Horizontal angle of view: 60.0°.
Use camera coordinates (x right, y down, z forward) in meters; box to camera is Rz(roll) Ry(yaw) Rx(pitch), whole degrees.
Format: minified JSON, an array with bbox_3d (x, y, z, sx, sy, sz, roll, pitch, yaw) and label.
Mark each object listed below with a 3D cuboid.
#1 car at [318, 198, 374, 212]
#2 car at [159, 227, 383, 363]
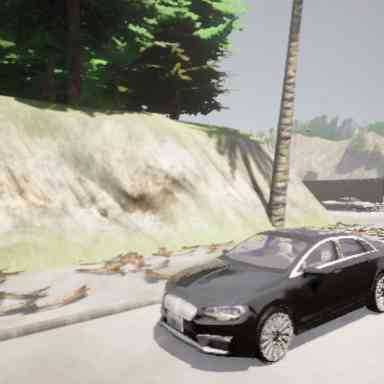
[{"bbox_3d":[14.755,1.208,32.223,1.895,1.301,4.718,-1,1,-38],"label":"car"},{"bbox_3d":[1.766,1.431,5.853,4.902,1.511,2.128,-1,1,-35],"label":"car"}]
